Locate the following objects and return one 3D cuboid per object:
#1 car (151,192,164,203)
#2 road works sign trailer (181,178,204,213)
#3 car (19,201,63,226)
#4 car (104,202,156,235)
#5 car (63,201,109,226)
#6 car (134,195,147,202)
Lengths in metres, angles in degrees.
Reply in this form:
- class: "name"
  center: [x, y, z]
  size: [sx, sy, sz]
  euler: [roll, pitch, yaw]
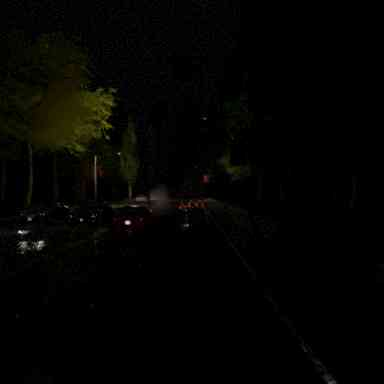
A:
- class: "car"
  center: [-6.502, 1.016, 63.165]
  size: [2.150, 2.045, 5.566]
  euler: [0, 0, 1]
- class: "road works sign trailer"
  center: [0.013, 0.300, 34.895]
  size: [2.380, 3.560, 2.880]
  euler: [0, 0, 0]
- class: "car"
  center: [-9.842, 1.370, 22.622]
  size: [2.128, 1.511, 4.902]
  euler: [0, 0, 0]
- class: "car"
  center: [-3.144, 1.462, 18.257]
  size: [1.994, 1.385, 4.181]
  euler: [0, 0, 0]
- class: "car"
  center: [-6.592, 1.384, 22.216]
  size: [1.837, 1.490, 4.892]
  euler: [0, 1, 0]
- class: "car"
  center: [-9.752, 1.314, 63.206]
  size: [1.812, 1.442, 4.674]
  euler: [0, 0, 1]
